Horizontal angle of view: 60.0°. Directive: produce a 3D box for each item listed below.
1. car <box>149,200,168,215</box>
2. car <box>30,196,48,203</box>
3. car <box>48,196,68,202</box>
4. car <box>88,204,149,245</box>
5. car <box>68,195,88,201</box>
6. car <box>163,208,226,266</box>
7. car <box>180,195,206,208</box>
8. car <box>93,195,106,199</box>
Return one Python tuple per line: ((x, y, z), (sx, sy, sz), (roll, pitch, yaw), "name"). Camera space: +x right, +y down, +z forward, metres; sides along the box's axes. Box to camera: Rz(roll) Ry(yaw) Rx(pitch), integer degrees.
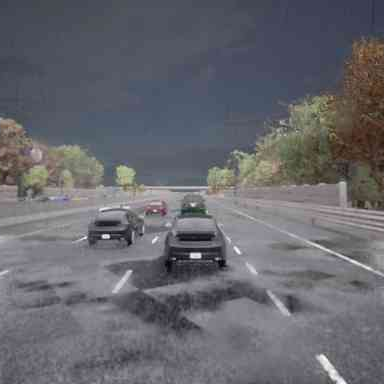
((-3.403, 1.558, 32.855), (1.812, 1.442, 4.674), (0, 0, 0), "car")
((-28.007, 1.576, 61.418), (1.837, 1.490, 4.892), (0, 0, 0), "car")
((-24.507, 1.549, 62.443), (1.882, 1.535, 5.008), (0, 0, 0), "car")
((-3.401, 1.516, 15.544), (1.837, 1.490, 4.892), (0, 0, 0), "car")
((-21.011, 1.429, 62.649), (2.097, 1.767, 4.553), (0, 0, 0), "car")
((0.099, 1.512, 11.612), (1.837, 1.490, 4.892), (0, 0, 0), "car")
((0.097, 1.251, 30.992), (2.150, 2.045, 5.566), (0, 0, 0), "car")
((-17.512, 1.427, 63.049), (2.097, 1.767, 4.553), (0, 0, 0), "car")
